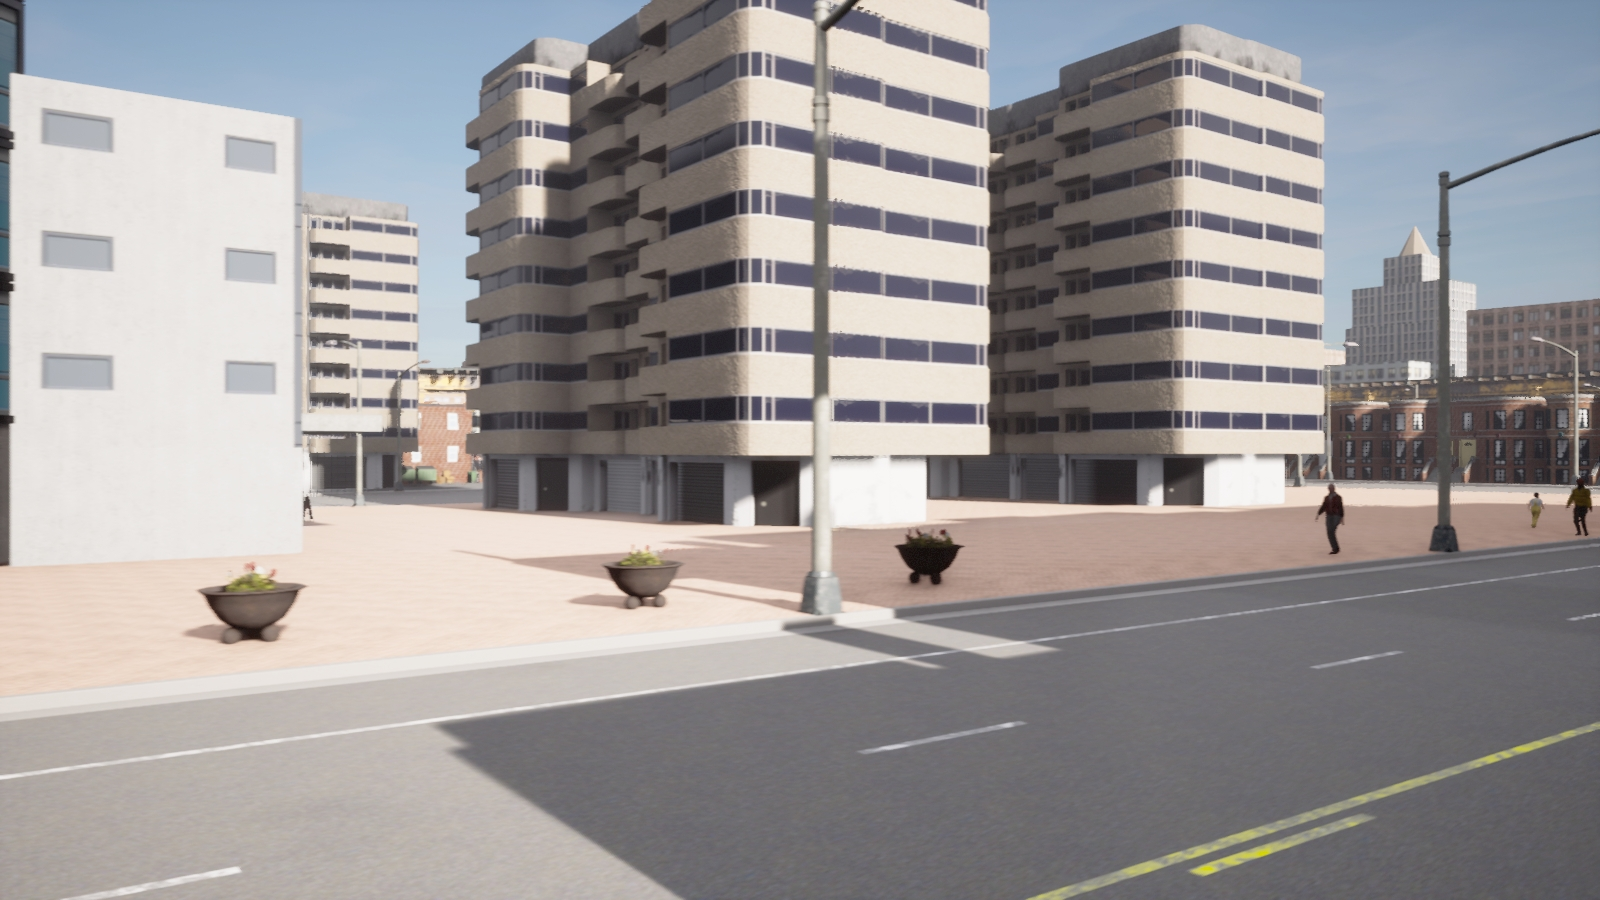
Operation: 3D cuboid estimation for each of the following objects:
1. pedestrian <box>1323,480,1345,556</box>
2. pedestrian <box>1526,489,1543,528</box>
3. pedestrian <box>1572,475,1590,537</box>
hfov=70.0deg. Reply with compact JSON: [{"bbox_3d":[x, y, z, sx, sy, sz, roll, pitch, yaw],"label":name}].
[{"bbox_3d":[13.383,1.698,28.638,0.375,1.860,0.375,0,0,-34],"label":"pedestrian"},{"bbox_3d":[25.108,1.994,39.047,0.375,1.300,0.375,0,0,-34],"label":"pedestrian"},{"bbox_3d":[23.863,1.696,34.915,0.375,1.860,0.375,0,0,-38],"label":"pedestrian"}]
